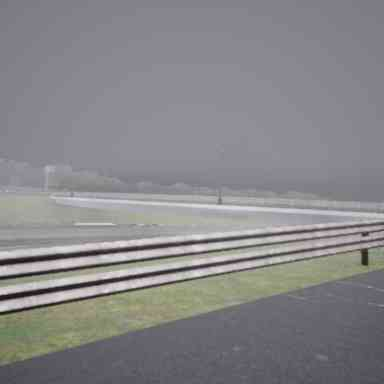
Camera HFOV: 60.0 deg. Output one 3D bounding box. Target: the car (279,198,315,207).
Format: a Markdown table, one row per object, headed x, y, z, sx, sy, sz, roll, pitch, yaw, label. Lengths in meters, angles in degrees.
| x | y | z | sx | sy | sz | roll | pitch | yaw | label |
| --- | --- | --- | --- | --- | --- | --- | --- | --- | --- |
| 15.013 | 1.609 | 47.508 | 4.892 | 1.490 | 1.837 | 2 | -2 | 28 | car |
